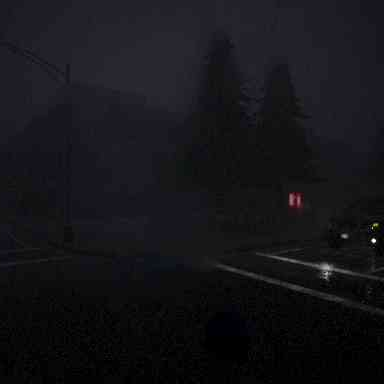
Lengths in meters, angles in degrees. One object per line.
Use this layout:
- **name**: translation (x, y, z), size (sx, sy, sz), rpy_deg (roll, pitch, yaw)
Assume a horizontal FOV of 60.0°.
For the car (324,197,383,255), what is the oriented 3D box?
- **car**: translation (7.762, 1.248, 13.710), size (5.566, 2.045, 2.150), rpy_deg (0, 0, -36)
